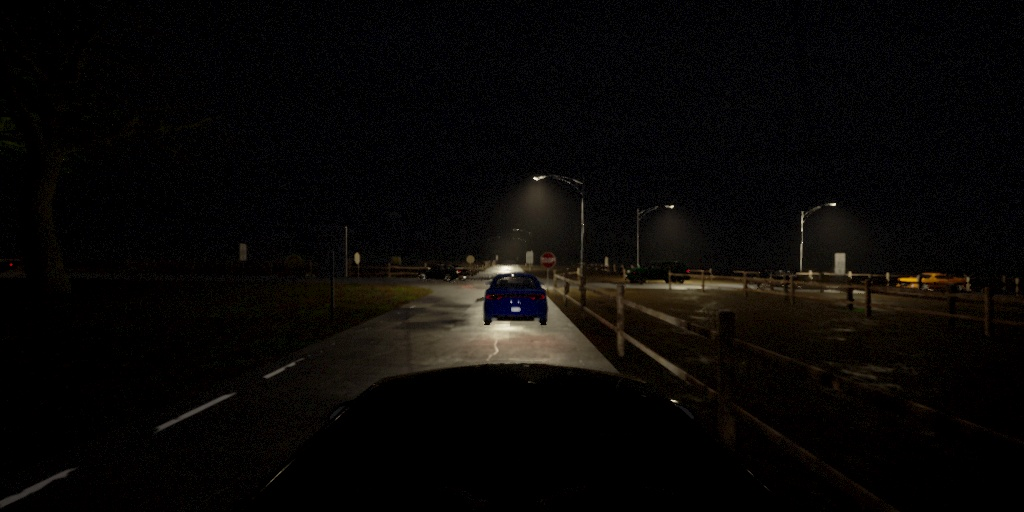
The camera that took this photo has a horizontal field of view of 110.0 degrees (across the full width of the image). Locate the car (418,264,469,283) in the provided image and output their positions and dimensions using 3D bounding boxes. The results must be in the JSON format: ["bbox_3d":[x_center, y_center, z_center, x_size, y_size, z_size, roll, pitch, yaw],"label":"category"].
[{"bbox_3d":[-5.821,1.427,30.309,4.892,1.490,1.837,1,-3,35],"label":"car"}]

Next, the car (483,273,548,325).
[{"bbox_3d":[0.105,1.316,12.247,1.882,1.535,5.008,0,0,0],"label":"car"}]

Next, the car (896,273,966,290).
[{"bbox_3d":[37.750,2.317,32.385,5.008,1.535,1.882,1,0,0],"label":"car"}]

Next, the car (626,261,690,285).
[{"bbox_3d":[13.036,1.487,32.276,5.566,2.045,2.150,1,0,1],"label":"car"}]

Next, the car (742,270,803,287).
[{"bbox_3d":[23.426,1.997,32.319,4.892,1.490,1.837,2,0,0],"label":"car"}]

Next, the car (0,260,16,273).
[{"bbox_3d":[-47.788,0.804,31.866,5.357,1.411,2.033,1,0,0],"label":"car"}]
